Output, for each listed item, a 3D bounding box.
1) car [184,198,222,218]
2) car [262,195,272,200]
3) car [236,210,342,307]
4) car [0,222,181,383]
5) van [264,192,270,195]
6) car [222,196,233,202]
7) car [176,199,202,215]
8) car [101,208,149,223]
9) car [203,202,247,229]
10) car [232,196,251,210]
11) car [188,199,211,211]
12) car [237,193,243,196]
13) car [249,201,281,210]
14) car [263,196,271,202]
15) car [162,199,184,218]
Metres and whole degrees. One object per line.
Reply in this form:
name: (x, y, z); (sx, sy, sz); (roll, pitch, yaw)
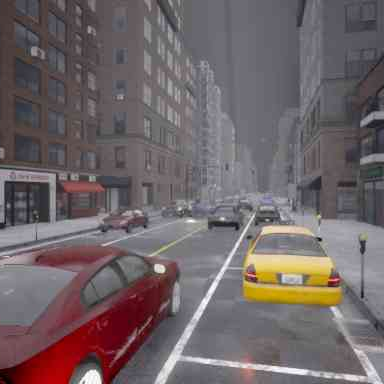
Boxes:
car: (1.081, 1.351, 29.577); (2.097, 1.767, 4.553); (0, 0, 13)
car: (7.665, 1.440, 33.867); (1.967, 1.590, 4.097); (0, 0, 13)
car: (2.267, 1.457, 8.163); (1.801, 1.575, 5.366); (0, 0, 13)
car: (-1.541, 1.477, 4.577); (1.882, 1.535, 5.008); (0, 0, 13)
van: (14.835, 1.338, 65.668); (1.690, 1.788, 3.998); (0, 0, 13)
car: (7.004, 1.548, 67.425); (2.008, 1.369, 4.403); (0, 0, 13)
car: (-0.203, 1.525, 35.457); (1.752, 1.417, 4.829); (0, 0, 13)
car: (-3.807, 1.581, 19.473); (1.802, 1.307, 4.206); (0, 0, 13)
car: (2.256, 1.563, 21.419); (1.994, 1.385, 4.181); (0, 0, 13)
car: (6.208, 1.525, 39.404); (1.812, 1.442, 4.674); (0, 0, 13)
car: (1.048, 1.550, 41.006); (2.008, 1.369, 4.403); (0, 0, 13)
car: (11.966, 1.517, 89.430); (1.752, 1.417, 4.829); (0, 0, 13)
car: (5.237, 1.550, 23.099); (2.008, 1.369, 4.403); (0, 0, 13)
car: (17.334, 1.578, 76.752); (1.802, 1.307, 4.206); (0, 0, 13)
car: (-1.379, 1.439, 30.241); (1.967, 1.590, 4.097); (0, 0, 13)
